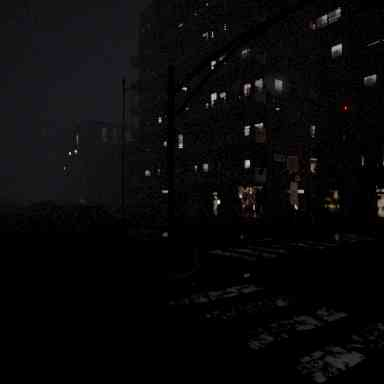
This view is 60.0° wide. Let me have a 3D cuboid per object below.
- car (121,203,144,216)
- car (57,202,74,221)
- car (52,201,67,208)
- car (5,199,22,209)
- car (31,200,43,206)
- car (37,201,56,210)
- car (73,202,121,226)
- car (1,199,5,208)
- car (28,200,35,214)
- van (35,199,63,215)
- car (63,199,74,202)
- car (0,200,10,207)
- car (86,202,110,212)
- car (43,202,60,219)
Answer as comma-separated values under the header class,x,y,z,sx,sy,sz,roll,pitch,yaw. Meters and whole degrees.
class,x,y,z,sx,sy,sz,roll,pitch,yaw
car,-7.457,2.004,39.741,1.752,1.417,4.829,-1,0,-35
car,-10.668,1.933,30.669,1.752,1.417,4.829,-1,0,-35
car,-26.582,2.461,66.582,1.887,1.381,4.507,-1,0,-35
car,-33.212,2.364,62.304,1.967,1.590,4.097,-1,0,-35
car,-39.398,2.772,84.568,1.947,1.339,4.313,-1,0,-35
car,-22.985,2.149,52.391,1.895,1.301,4.718,0,-1,-35
car,-7.563,1.776,26.308,1.967,1.590,4.097,-1,0,-35
car,-36.416,2.542,66.803,1.887,1.381,4.507,-1,0,-35
car,-20.387,2.072,44.306,1.967,1.590,4.097,-1,0,-35
van,-17.183,1.900,39.807,1.690,1.788,3.998,-1,0,-35
car,-23.382,2.158,62.086,2.192,1.841,5.009,-1,0,-35
car,-42.730,2.665,75.663,1.752,1.417,4.829,-1,0,-35
car,-13.765,2.190,48.596,1.947,1.339,4.313,-1,0,-35
car,-13.973,2.035,35.306,2.008,1.369,4.403,-1,0,-35
